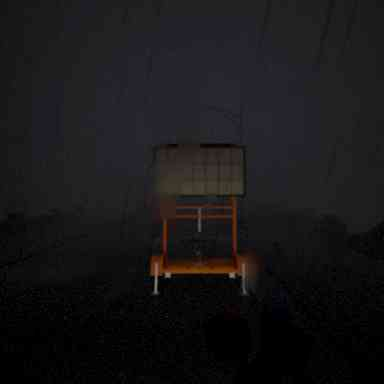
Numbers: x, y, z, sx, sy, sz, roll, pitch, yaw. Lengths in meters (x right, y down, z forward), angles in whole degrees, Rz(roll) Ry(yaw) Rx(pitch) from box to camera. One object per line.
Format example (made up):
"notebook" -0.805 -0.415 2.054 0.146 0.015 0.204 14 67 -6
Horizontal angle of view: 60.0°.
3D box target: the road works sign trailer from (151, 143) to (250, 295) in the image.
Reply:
"road works sign trailer" 0.205 0.521 8.888 2.380 3.560 2.880 0 0 1
